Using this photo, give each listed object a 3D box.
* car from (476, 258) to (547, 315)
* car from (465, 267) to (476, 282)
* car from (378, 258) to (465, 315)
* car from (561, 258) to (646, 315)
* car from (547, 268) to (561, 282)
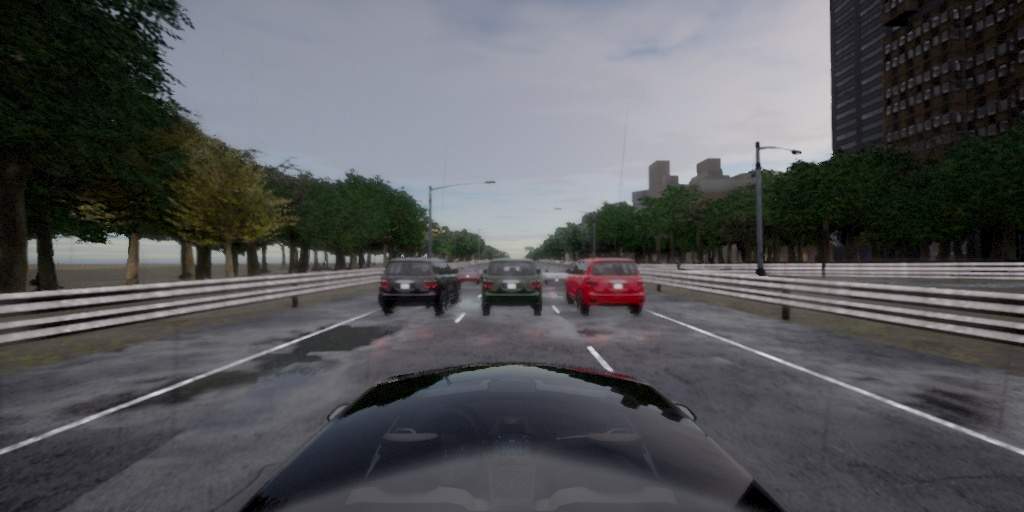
[{"bbox_3d":[0.008,1.101,14.473,2.150,2.045,5.566,0,0,0],"label":"car"},{"bbox_3d":[-3.486,1.590,30.356,1.994,1.385,4.181,0,0,0],"label":"car"},{"bbox_3d":[-3.492,1.101,14.439,2.150,2.045,5.566,0,0,0],"label":"car"},{"bbox_3d":[3.508,1.101,14.435,2.150,2.045,5.566,0,0,0],"label":"car"},{"bbox_3d":[3.511,1.625,30.114,1.895,1.301,4.718,0,0,0],"label":"car"}]
